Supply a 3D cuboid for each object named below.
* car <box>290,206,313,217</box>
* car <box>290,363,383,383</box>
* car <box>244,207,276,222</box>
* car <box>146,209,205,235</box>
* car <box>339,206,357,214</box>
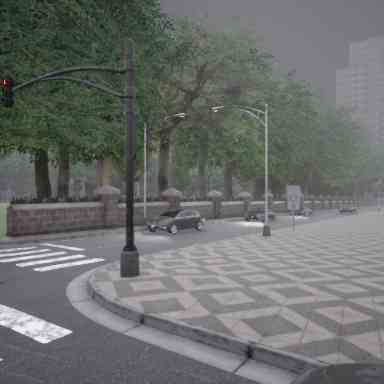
[{"bbox_3d":[14.325,2.504,43.568,1.994,1.385,4.181,0,-1,36],"label":"car"},{"bbox_3d":[2.380,1.551,1.263,4.403,1.369,2.008,0,0,36],"label":"car"},{"bbox_3d":[6.817,2.230,33.043,1.994,1.385,4.181,0,-1,35],"label":"car"},{"bbox_3d":[-0.972,1.893,22.036,1.837,1.490,4.892,0,-2,35],"label":"car"},{"bbox_3d":[25.180,2.845,53.470,1.895,1.301,4.718,0,-1,36],"label":"car"}]
